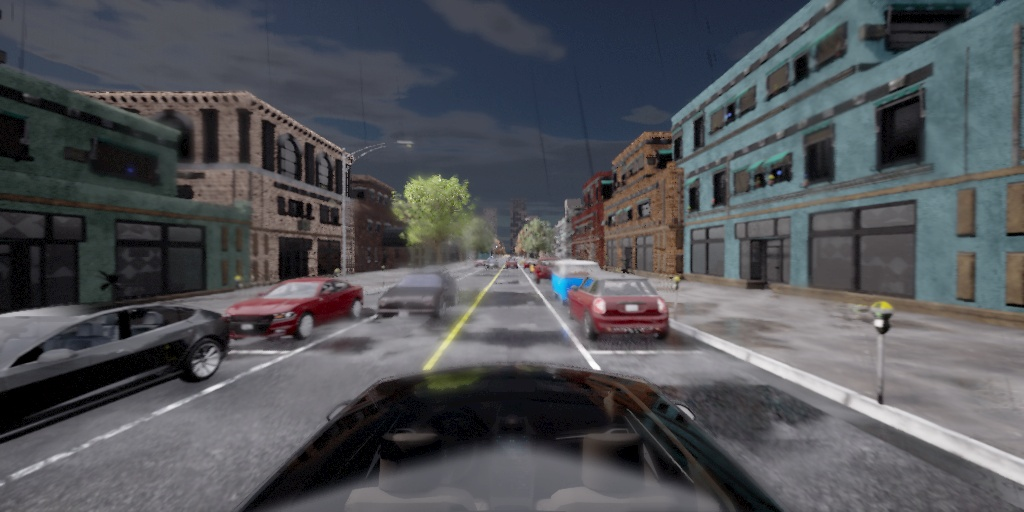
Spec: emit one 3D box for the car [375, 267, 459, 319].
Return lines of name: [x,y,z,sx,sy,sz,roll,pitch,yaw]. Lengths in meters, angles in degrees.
car: [-3.105,1.293,12.986,2.033,1.411,5.357,0,0,0]

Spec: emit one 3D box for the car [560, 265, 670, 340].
car: [2.690,1.187,9.974,1.967,1.591,4.097,0,0,0]

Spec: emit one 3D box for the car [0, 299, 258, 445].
car: [-5.688,1.315,4.427,1.948,1.339,4.313,0,0,0]

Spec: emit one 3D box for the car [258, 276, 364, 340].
car: [-5.690,1.292,9.971,1.888,1.381,4.507,0,0,0]

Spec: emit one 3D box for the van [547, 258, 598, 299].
van: [2.689,1.086,15.519,1.690,1.789,3.998,0,0,0]

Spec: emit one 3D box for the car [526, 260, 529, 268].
car: [2.985,1.192,41.376,1.801,1.575,5.366,0,0,0]

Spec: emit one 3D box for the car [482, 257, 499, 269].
car: [-3.066,1.221,56.447,2.128,1.511,4.902,0,0,1]

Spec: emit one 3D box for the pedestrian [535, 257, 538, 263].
pedestrian: [2.984,1.029,44.362,0.375,1.860,0.375,-1,1,-3]

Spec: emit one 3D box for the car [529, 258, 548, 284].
car: [2.685,1.056,26.606,2.192,1.841,5.009,0,0,0]

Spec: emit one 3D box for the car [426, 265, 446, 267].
car: [-5.696,1.307,26.603,1.948,1.339,4.313,0,0,0]

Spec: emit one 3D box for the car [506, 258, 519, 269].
car: [-0.018,1.256,55.399,1.812,1.442,4.674,0,0,0]

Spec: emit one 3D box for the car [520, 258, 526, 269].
car: [2.674,1.276,54.327,1.888,1.381,4.507,0,0,0]
